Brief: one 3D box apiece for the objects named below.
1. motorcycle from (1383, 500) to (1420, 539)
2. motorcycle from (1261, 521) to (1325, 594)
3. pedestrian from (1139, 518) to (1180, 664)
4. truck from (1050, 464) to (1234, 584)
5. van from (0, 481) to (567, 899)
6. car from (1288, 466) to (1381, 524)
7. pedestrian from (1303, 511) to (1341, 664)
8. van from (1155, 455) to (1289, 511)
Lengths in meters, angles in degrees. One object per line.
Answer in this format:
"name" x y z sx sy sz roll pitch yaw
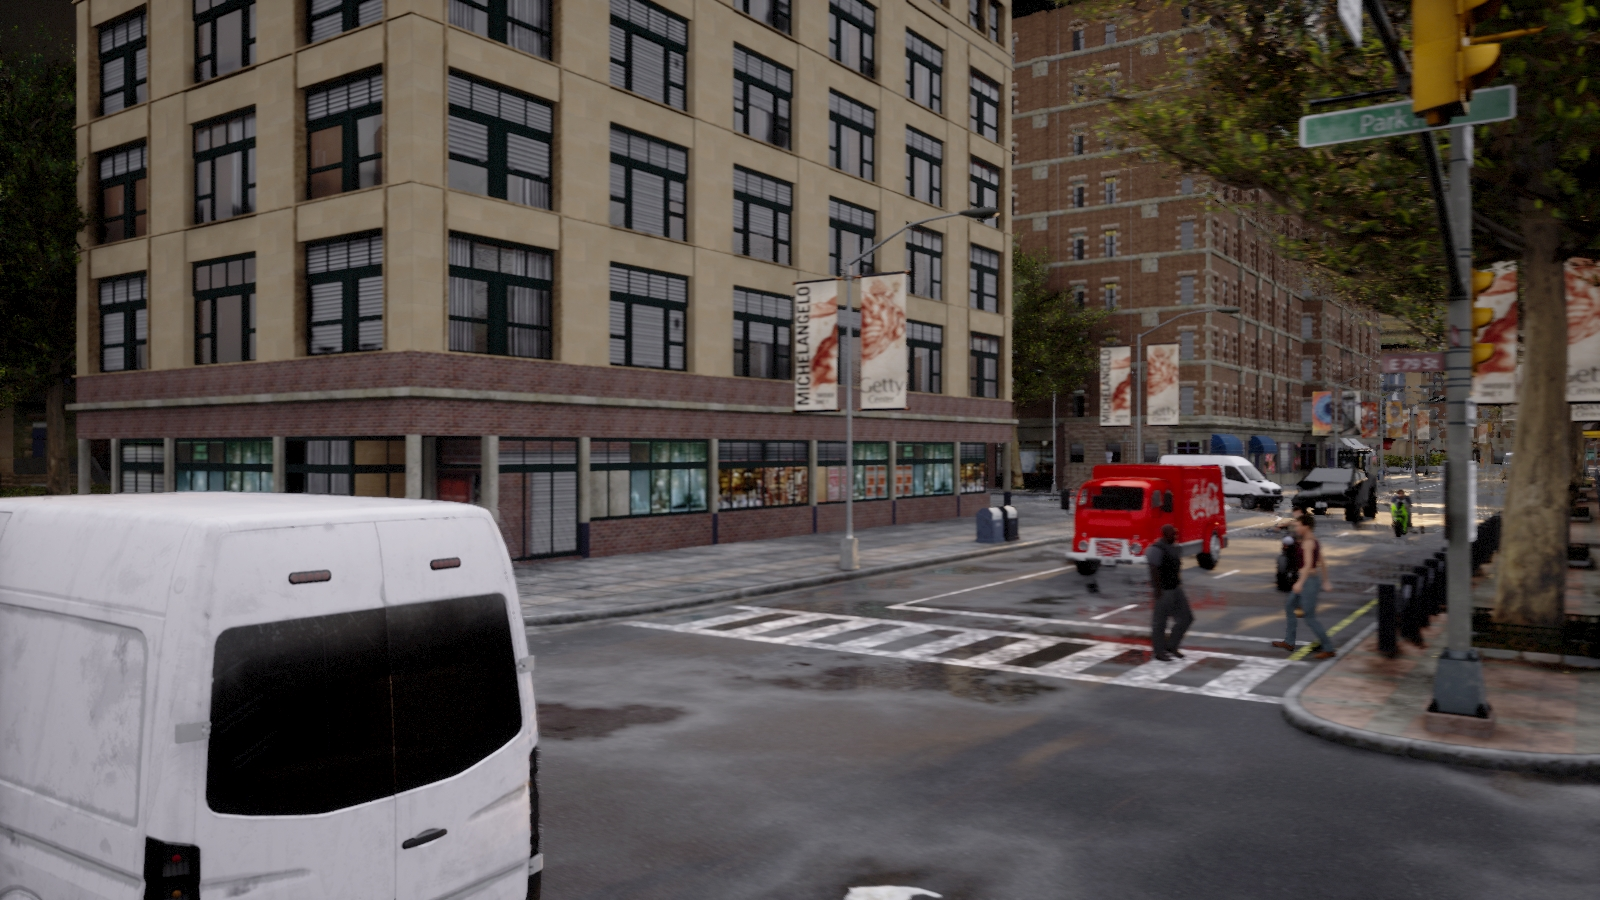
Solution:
"motorcycle" 19.340 2.213 36.740 0.803 1.145 2.033 0 0 35
"motorcycle" 10.166 2.170 23.525 0.764 1.277 2.356 0 0 35
"pedestrian" 4.756 1.848 15.105 0.375 1.860 0.375 0 0 -42
"truck" 8.109 1.572 26.691 2.627 2.467 5.204 0 0 35
"van" -4.188 1.534 6.728 5.915 2.561 1.988 0 0 35
"car" 21.765 1.753 46.371 2.390 2.098 6.274 0 0 35
"pedestrian" 6.557 1.704 14.349 0.375 1.860 0.375 0 0 34
"van" 20.504 1.534 55.766 1.988 2.561 5.915 0 0 -42
